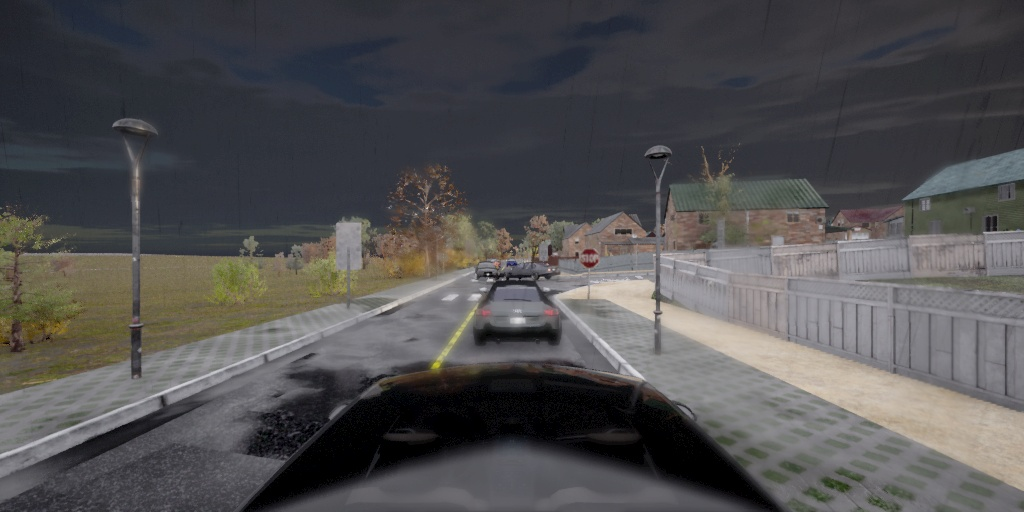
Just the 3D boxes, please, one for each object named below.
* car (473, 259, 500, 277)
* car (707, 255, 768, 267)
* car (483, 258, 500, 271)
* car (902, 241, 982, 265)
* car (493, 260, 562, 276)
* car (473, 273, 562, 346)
[{"bbox_3d":[-2.273,1.258,31.363,1.837,1.490,4.892,0,0,-8],"label":"car"},{"bbox_3d":[14.371,0.413,22.841,4.181,1.385,1.994,-3,0,16],"label":"car"},{"bbox_3d":[-2.885,1.121,51.181,2.097,1.767,4.553,0,0,1],"label":"car"},{"bbox_3d":[23.874,-0.208,20.426,4.902,1.511,2.128,-3,0,14],"label":"car"},{"bbox_3d":[1.316,1.198,28.455,5.357,1.411,2.033,-4,-3,43],"label":"car"},{"bbox_3d":[0.096,1.313,9.439,1.994,1.385,4.181,0,0,-1],"label":"car"}]
